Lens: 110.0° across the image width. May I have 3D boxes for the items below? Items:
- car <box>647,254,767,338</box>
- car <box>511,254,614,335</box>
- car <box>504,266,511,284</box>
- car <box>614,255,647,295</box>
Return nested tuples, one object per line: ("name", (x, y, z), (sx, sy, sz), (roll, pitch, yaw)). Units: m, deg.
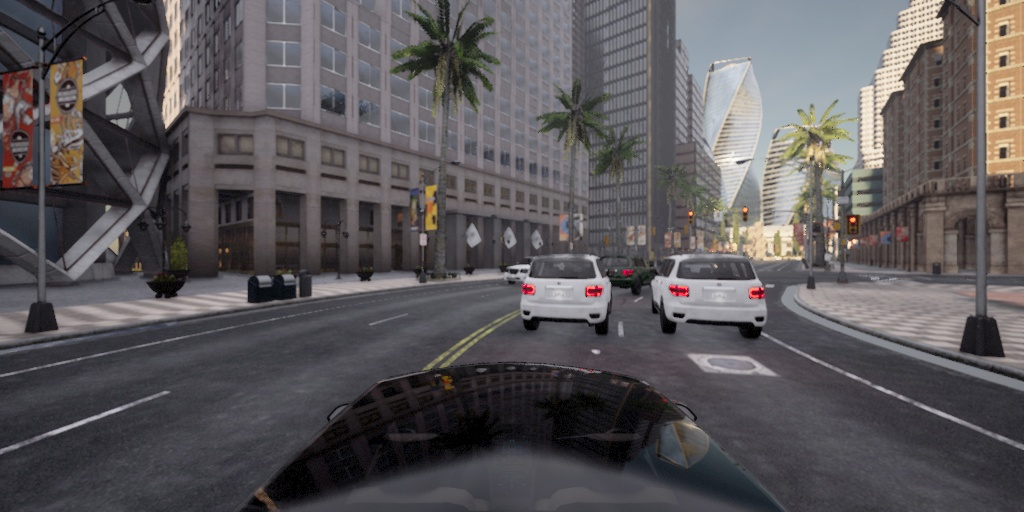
("car", (5.371, 0.970, 10.483), (2.150, 2.045, 5.566), (0, 0, 17))
("car", (1.848, 0.971, 10.882), (2.150, 2.045, 5.566), (0, 0, 16))
("car", (1.790, 1.009, 26.087), (2.150, 2.045, 5.566), (0, 0, 39))
("car", (6.520, 0.970, 20.125), (2.150, 2.045, 5.566), (0, 0, 36))
